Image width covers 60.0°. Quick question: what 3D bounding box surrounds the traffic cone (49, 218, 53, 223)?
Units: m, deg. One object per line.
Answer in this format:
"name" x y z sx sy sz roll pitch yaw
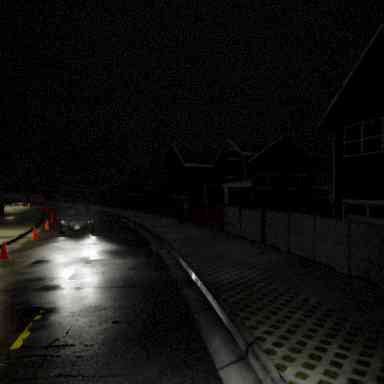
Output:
"traffic cone" -9.014 2.024 20.701 0.340 0.580 0.340 0 0 -18

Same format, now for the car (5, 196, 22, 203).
"car" -34.689 1.430 64.433 4.674 1.442 1.812 0 0 41

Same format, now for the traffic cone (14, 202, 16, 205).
"traffic cone" -31.161 1.906 58.295 0.340 0.580 0.340 -1 1 -43

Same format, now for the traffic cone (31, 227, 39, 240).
"traffic cone" -7.577 2.004 16.033 0.340 0.580 0.340 0 0 -16

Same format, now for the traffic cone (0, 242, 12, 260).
"traffic cone" -6.361 1.983 11.303 0.340 0.580 0.340 0 0 -13

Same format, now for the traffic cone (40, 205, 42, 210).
"traffic cone" -19.366 2.010 42.756 0.340 0.580 0.340 0 0 -32

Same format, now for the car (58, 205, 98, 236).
"car" -6.577 1.547 19.254 2.128 1.511 4.902 0 0 -18

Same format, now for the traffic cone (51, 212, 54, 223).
"traffic cone" -10.668 2.037 25.296 0.340 0.580 0.340 0 0 -21

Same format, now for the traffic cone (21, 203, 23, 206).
"traffic cone" -27.942 1.931 54.621 0.340 0.580 0.340 -1 1 -40
